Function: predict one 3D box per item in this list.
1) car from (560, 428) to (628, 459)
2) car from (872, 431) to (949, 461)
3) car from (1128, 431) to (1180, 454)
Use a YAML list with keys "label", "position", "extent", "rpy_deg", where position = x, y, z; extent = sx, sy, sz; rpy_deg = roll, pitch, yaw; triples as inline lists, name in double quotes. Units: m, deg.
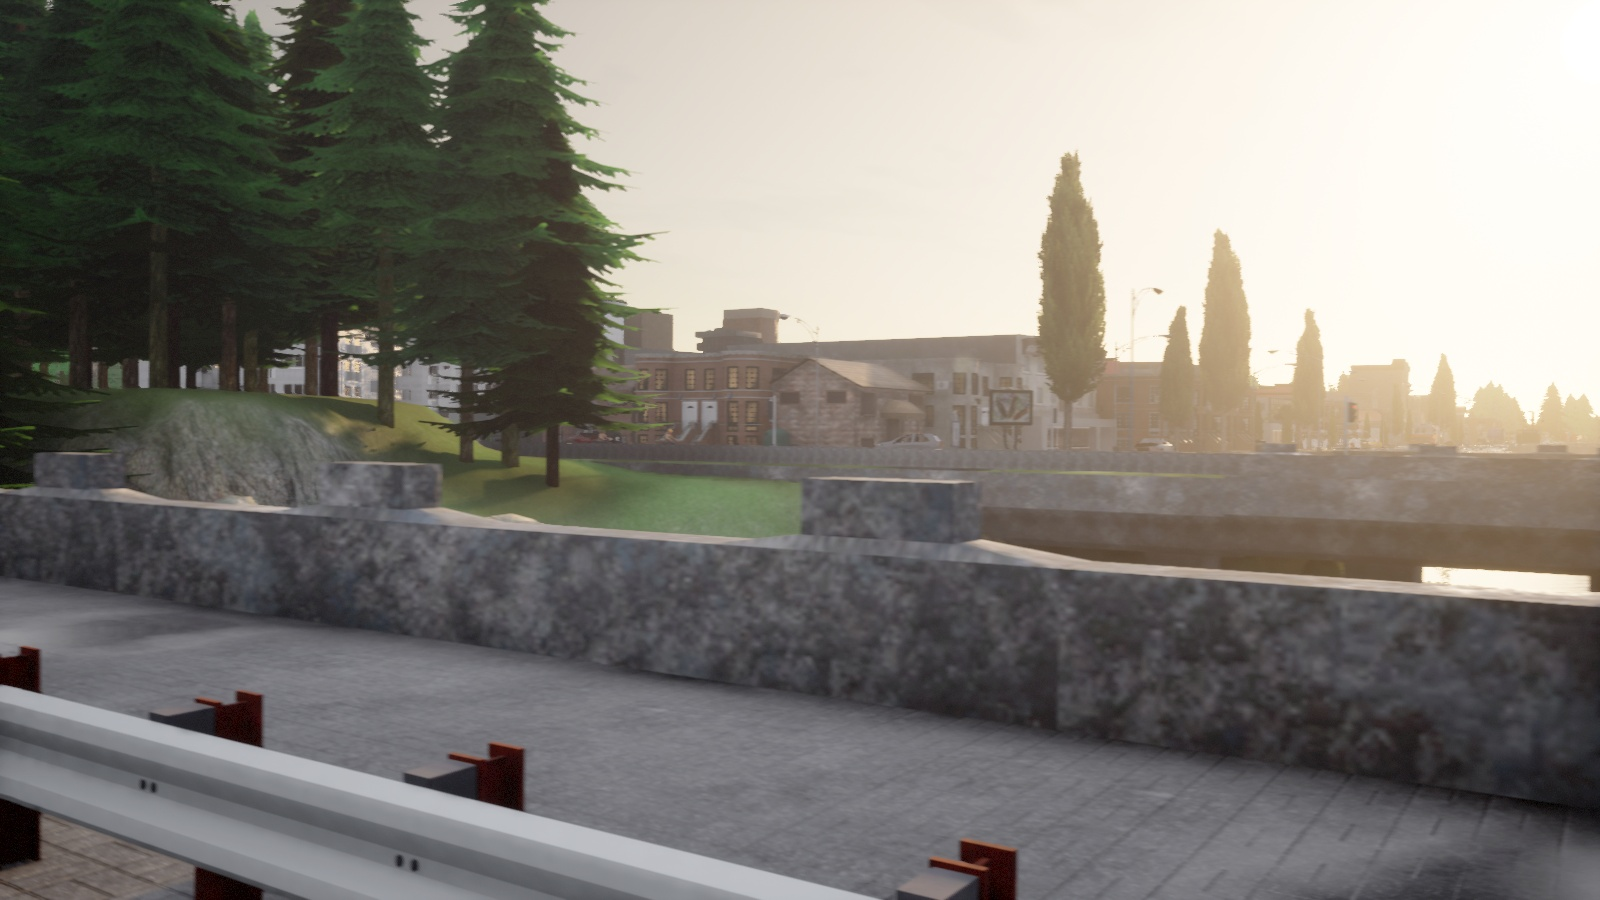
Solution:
- label: "car"
  position: [-12.614, -0.404, 76.886]
  extent: [3.866, 1.878, 1.905]
  rpy_deg: [0, 1, 34]
- label: "car"
  position: [5.713, -0.193, 65.006]
  extent: [3.633, 1.501, 1.845]
  rpy_deg: [0, 1, 17]
- label: "car"
  position: [22.370, -0.487, 79.240]
  extent: [1.994, 1.385, 4.181]
  rpy_deg: [0, 1, 33]
